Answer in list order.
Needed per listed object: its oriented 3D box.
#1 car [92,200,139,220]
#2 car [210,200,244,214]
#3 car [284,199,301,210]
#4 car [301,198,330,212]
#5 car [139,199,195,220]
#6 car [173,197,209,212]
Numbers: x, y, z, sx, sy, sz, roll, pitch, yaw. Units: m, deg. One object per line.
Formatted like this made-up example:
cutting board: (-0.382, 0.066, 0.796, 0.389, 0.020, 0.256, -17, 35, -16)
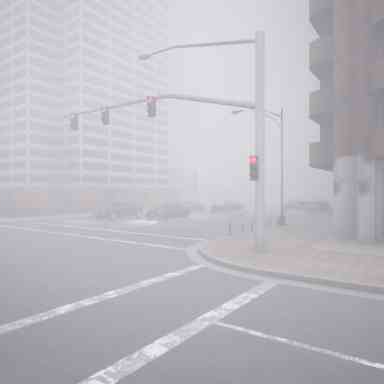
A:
car: (-6.120, 1.505, 28.090, 1.837, 1.490, 4.892, 0, 0, 35)
car: (3.861, 1.601, 36.186, 1.895, 1.301, 4.718, 0, 0, 35)
car: (13.581, 1.564, 43.656, 1.994, 1.385, 4.181, 0, 0, 35)
car: (14.966, 1.478, 39.500, 1.882, 1.535, 5.008, 0, 0, 35)
car: (-2.010, 1.564, 27.850, 1.994, 1.385, 4.181, 0, 0, 35)
car: (-0.401, 1.564, 36.217, 1.994, 1.385, 4.181, 0, 0, 35)
